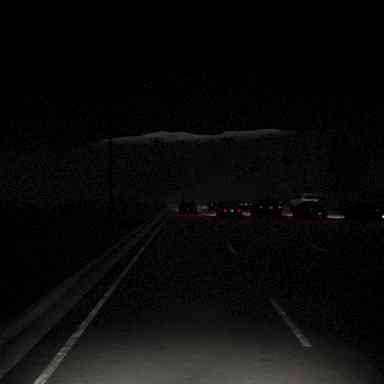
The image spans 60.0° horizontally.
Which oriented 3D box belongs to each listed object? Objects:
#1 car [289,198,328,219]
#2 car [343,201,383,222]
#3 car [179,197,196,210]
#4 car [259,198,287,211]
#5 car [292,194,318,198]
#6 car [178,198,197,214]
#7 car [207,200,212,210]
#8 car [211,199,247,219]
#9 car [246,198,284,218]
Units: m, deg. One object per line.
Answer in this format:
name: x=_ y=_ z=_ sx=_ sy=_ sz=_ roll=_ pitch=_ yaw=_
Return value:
car: x=10.163 y=1.526 z=28.876 sx=1.812 sy=1.442 sz=4.674 roll=0 pitch=0 yaw=-1
car: x=13.705 y=1.505 z=26.274 sx=1.837 sy=1.490 sz=4.892 roll=0 pitch=0 yaw=-1
car: x=-0.592 y=1.491 z=44.980 sx=2.128 sy=1.511 sz=4.902 roll=0 pitch=0 yaw=-1
car: x=9.969 y=1.491 z=41.385 sx=2.128 sy=1.511 sz=4.902 roll=0 pitch=0 yaw=-1
car: x=13.495 y=1.221 z=40.181 sx=2.150 sy=2.045 sz=5.566 roll=0 pitch=0 yaw=-1
car: x=-0.441 y=1.491 z=35.568 sx=2.128 sy=1.511 sz=4.902 roll=0 pitch=0 yaw=-1
car: x=2.950 y=1.601 z=42.525 sx=1.895 sy=1.301 sz=4.718 roll=0 pitch=0 yaw=-1
car: x=3.163 y=1.547 z=29.274 sx=2.033 sy=1.411 sz=5.357 roll=0 pitch=0 yaw=-1
car: x=6.638 y=1.352 z=30.287 sx=2.097 sy=1.767 sz=4.553 roll=0 pitch=0 yaw=-1
